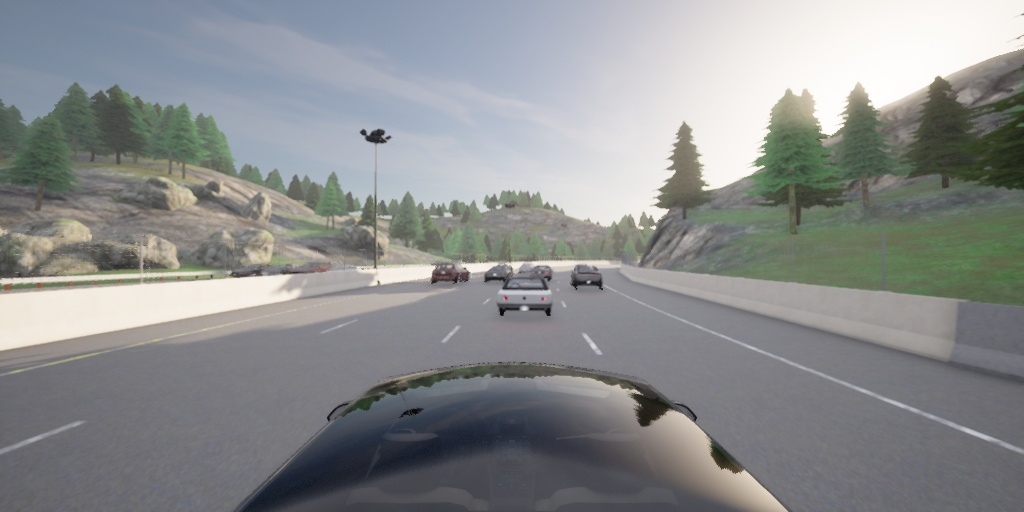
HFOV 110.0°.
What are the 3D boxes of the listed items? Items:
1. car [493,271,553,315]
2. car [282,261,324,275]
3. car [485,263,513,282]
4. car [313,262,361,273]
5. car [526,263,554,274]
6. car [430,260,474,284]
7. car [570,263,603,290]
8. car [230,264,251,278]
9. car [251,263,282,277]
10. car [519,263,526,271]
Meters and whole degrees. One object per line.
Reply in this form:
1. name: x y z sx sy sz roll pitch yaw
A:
1. car: 0.549 1.444 13.958 1.895 1.301 4.718 0 0 4
2. car: -18.597 1.340 33.552 2.097 1.767 4.553 0 0 9
3. car: -1.064 1.539 31.359 1.994 1.385 4.181 0 -1 9
4. car: -15.264 1.504 32.228 1.812 1.442 4.674 0 0 9
5. car: 2.881 1.544 33.971 2.033 1.411 5.357 0 0 10
6. car: -4.901 1.311 29.299 2.097 1.767 4.553 0 0 8
7. car: 5.041 1.416 24.473 2.128 1.511 4.902 0 0 7
8. car: -25.353 1.507 35.669 1.837 1.490 4.892 0 0 10
9. car: -21.959 1.488 34.757 2.128 1.511 4.902 0 0 9
10. car: 2.211 1.626 47.706 1.812 1.442 4.674 0 -1 14
